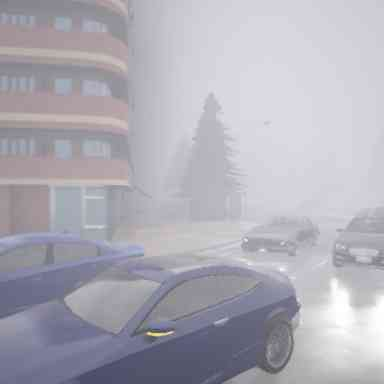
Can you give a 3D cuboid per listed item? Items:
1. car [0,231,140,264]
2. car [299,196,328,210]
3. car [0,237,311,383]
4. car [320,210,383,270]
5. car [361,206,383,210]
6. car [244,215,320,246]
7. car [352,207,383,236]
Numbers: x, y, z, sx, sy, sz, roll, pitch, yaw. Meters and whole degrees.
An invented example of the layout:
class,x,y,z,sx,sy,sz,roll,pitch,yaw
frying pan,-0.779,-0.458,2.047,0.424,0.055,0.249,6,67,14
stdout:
class,x,y,z,sx,sy,sz,roll,pitch,yaw
car,-3.207,1.555,6.269,5.008,1.535,1.882,0,-1,-40
car,18.611,1.643,51.224,2.150,2.045,5.566,0,-1,-9
car,-0.454,1.570,4.059,4.674,1.442,1.812,0,-1,-41
car,6.056,1.576,11.043,2.128,1.511,4.902,-1,-1,35
car,9.430,1.469,15.785,2.097,1.767,4.553,0,-1,25
car,3.942,1.669,13.889,2.033,1.411,5.357,-1,-1,34
car,11.191,1.702,20.431,2.033,1.411,5.357,0,-1,21
